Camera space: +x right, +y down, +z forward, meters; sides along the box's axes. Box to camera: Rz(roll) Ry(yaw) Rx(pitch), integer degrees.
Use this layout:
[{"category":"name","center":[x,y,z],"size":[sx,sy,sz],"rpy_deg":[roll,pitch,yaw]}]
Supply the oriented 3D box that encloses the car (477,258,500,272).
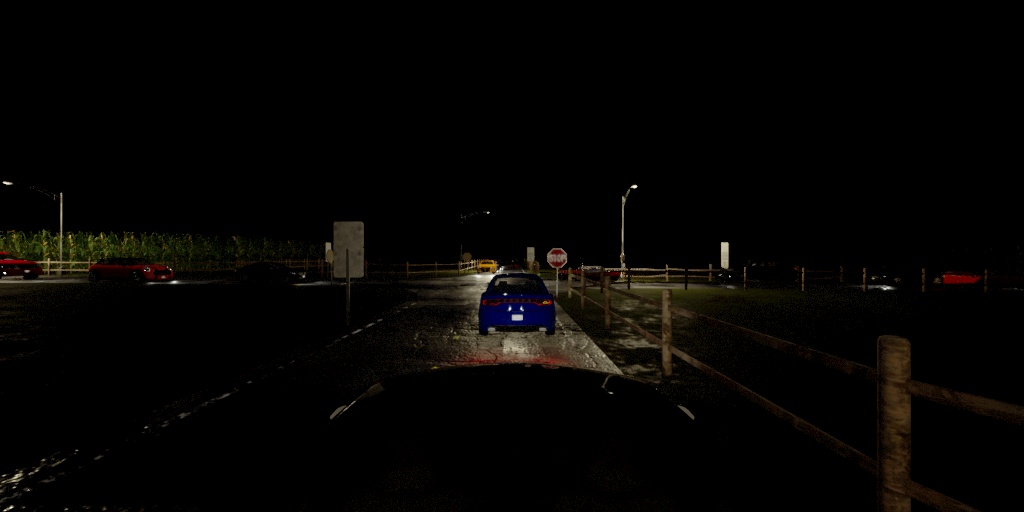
[{"category":"car","center":[-2.787,1.223,40.990],"size":[1.882,1.535,5.008],"rpy_deg":[0,0,1]}]

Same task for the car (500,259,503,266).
[{"category":"car","center":[-2.713,1.309,51.006],"size":[1.994,1.385,4.181],"rpy_deg":[0,0,0]}]

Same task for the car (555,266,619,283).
[{"category":"car","center":[5.528,1.398,27.084],"size":[4.718,1.301,1.895],"rpy_deg":[1,0,-13]}]

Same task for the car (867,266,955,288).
[{"category":"car","center":[30.388,1.521,27.700],"size":[4.892,1.490,1.837],"rpy_deg":[1,0,1]}]

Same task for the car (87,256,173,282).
[{"category":"car","center":[-26.947,0.903,25.446],"size":[4.553,1.767,2.097],"rpy_deg":[0,0,1]}]

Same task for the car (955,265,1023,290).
[{"category":"car","center":[33.014,1.400,24.724],"size":[4.553,1.767,2.097],"rpy_deg":[1,0,1]}]

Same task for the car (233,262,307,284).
[{"category":"car","center":[-17.015,1.155,25.322],"size":[4.674,1.442,1.812],"rpy_deg":[0,0,1]}]

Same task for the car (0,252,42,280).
[{"category":"car","center":[-37.281,0.688,25.576],"size":[5.566,2.045,2.150],"rpy_deg":[1,0,1]}]

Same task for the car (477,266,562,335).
[{"category":"car","center":[0.123,1.227,10.499],"size":[1.882,1.535,5.008],"rpy_deg":[0,0,0]}]

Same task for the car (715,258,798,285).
[{"category":"car","center":[18.905,1.136,27.842],"size":[5.566,2.045,2.150],"rpy_deg":[1,0,1]}]

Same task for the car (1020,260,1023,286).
[{"category":"car","center":[43.387,1.361,27.501],"size":[5.566,2.045,2.150],"rpy_deg":[1,0,1]}]
